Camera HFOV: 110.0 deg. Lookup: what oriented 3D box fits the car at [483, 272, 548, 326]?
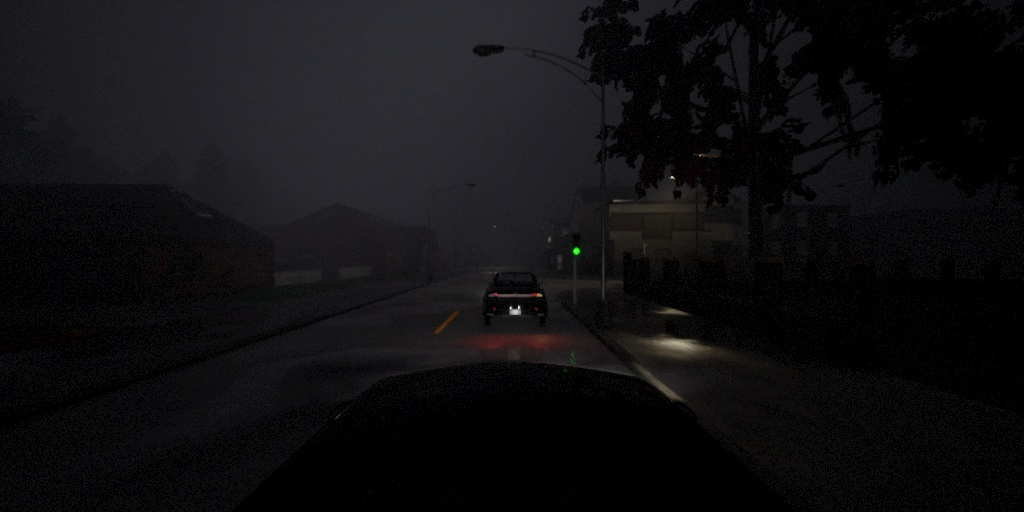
[{"bbox_3d":[0.093,1.272,11.892,2.128,1.511,4.902,0,0,0],"label":"car"}]
